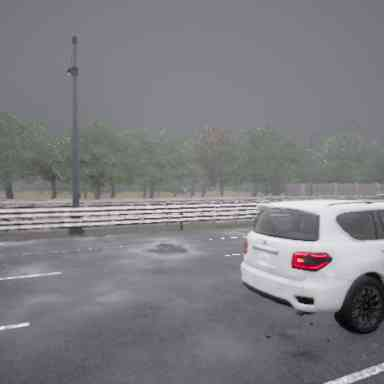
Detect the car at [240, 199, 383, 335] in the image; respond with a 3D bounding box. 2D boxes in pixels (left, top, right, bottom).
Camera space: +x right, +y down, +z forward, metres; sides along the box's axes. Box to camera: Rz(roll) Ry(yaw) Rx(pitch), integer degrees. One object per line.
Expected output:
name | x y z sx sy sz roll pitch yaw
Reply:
car | 3.634 1.171 6.705 5.566 2.045 2.150 0 0 -25
